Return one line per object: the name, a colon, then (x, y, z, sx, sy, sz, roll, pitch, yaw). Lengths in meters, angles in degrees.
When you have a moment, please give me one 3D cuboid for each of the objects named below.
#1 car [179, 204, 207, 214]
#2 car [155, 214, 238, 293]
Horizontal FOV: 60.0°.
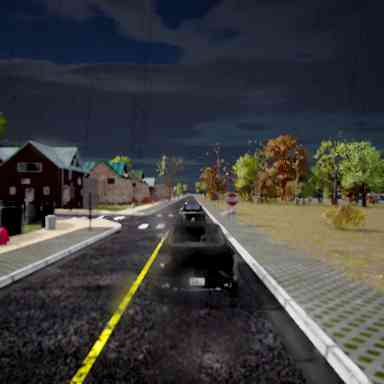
car: (0.067, 1.654, 25.234, 2.128, 1.511, 4.902, 0, 0, 0)
car: (0.089, 1.561, 9.005, 1.837, 1.490, 4.892, 0, -1, 0)
